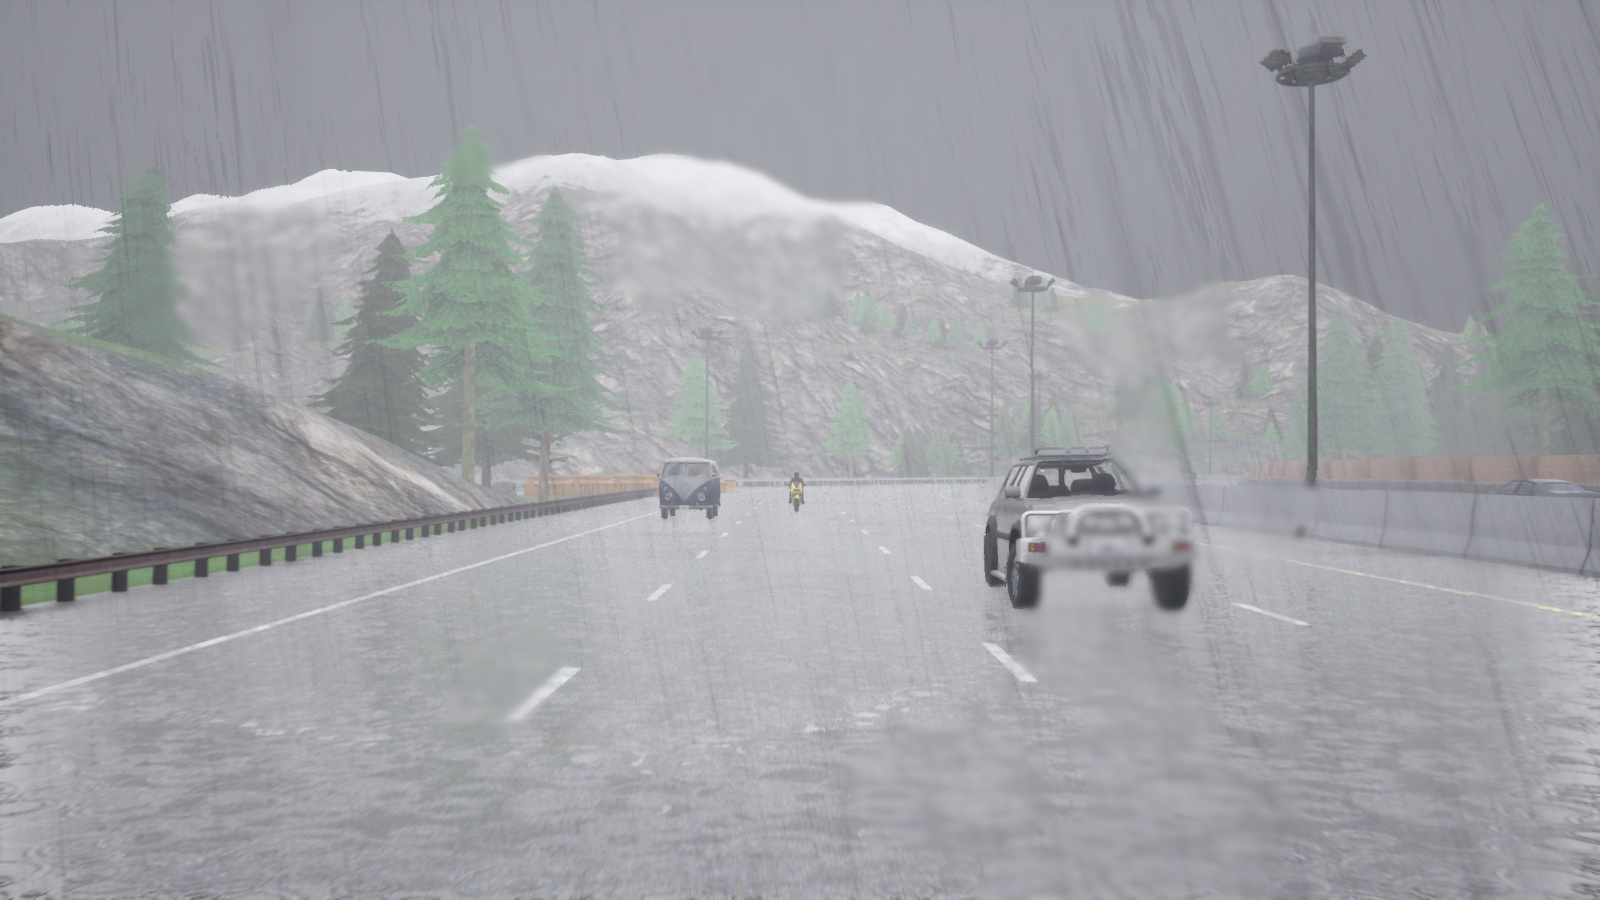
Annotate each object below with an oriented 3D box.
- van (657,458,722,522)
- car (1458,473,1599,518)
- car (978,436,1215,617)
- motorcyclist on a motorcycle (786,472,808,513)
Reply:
[{"bbox_3d":[-3.601,1.276,41.503,1.775,1.987,4.442,0,-1,0],"label":"van"},{"bbox_3d":[24.399,1.466,41.898,2.033,1.411,5.357,0,-1,0],"label":"car"},{"bbox_3d":[3.420,0.879,15.426,1.932,1.855,4.605,-1,-2,2],"label":"car"},{"bbox_3d":[-0.115,1.591,47.426,0.797,1.523,2.044,0,-1,0],"label":"motorcyclist on a motorcycle"}]
